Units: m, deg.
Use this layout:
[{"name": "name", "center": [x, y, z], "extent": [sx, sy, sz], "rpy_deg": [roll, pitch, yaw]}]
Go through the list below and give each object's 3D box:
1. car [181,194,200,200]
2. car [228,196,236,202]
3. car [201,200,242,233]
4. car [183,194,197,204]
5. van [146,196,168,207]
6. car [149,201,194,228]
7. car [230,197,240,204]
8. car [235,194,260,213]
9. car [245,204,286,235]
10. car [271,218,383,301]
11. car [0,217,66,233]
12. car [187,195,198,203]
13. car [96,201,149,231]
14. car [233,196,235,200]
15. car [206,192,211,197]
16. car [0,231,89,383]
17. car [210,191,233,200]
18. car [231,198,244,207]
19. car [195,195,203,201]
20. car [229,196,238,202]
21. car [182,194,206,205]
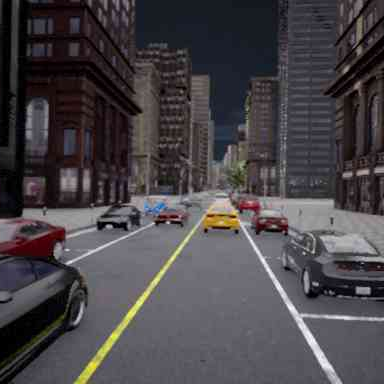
[{"name": "car", "center": [-0.414, 1.294, 80.671], "extent": [4.403, 1.369, 2.008], "rpy_deg": [1, 1, -4]}, {"name": "car", "center": [10.331, 1.692, 85.651], "extent": [1.947, 1.339, 4.313], "rpy_deg": [2, 0, 5]}, {"name": "car", "center": [1.779, 1.493, 20.090], "extent": [1.882, 1.535, 5.008], "rpy_deg": [1, 0, 5]}, {"name": "car", "center": [-0.353, 1.264, 61.885], "extent": [2.192, 1.841, 5.009], "rpy_deg": [1, 0, 5]}, {"name": "van", "center": [-3.192, 1.241, 30.207], "extent": [1.690, 1.788, 3.998], "rpy_deg": [1, 0, 5]}, {"name": "car", "center": [-1.239, 1.547, 22.203], "extent": [1.895, 1.301, 4.718], "rpy_deg": [1, 0, 5]}, {"name": "car", "center": [8.707, 1.723, 67.556], "extent": [1.802, 1.307, 4.206], "rpy_deg": [1, 0, 5]}, {"name": "car", "center": [6.341, 1.331, 37.239], "extent": [2.150, 2.045, 5.566], "rpy_deg": [1, 0, 5]}, {"name": "car", "center": [4.370, 1.618, 19.155], "extent": [1.887, 1.381, 4.507], "rpy_deg": [1, 0, 5]}, {"name": "car", "center": [3.406, 1.613, 8.401], "extent": [2.008, 1.369, 4.403], "rpy_deg": [1, 0, 5]}, {"name": "car", "center": [-5.089, 1.417, 9.091], "extent": [1.887, 1.381, 4.507], "rpy_deg": [1, 0, 5]}, {"name": "car", "center": [0.118, 1.391, 67.165], "extent": [1.967, 1.590, 4.097], "rpy_deg": [1, 0, 5]}, {"name": "car", "center": [-4.143, 1.449, 19.648], "extent": [1.947, 1.339, 4.313], "rpy_deg": [1, 0, 5]}, {"name": "car", "center": [6.966, 1.350, 44.211], "extent": [2.150, 2.045, 5.566], "rpy_deg": [1, 0, 5]}, {"name": "car", "center": [3.959, 1.101, 79.023], "extent": [1.882, 1.535, 5.008], "rpy_deg": [1, 0, 5]}, {"name": "car", "center": [-2.873, 1.492, 4.034], "extent": [1.994, 1.385, 4.181], "rpy_deg": [1, 0, 5]}, {"name": "car", "center": [3.956, 1.275, 44.364], "extent": [2.150, 2.045, 5.566], "rpy_deg": [1, 0, 5]}, {"name": "car", "center": [7.742, 1.699, 56.800], "extent": [1.947, 1.339, 4.313], "rpy_deg": [1, 0, 5]}, {"name": "car", "center": [1.842, 1.518, 86.417], "extent": [1.802, 1.307, 4.206], "rpy_deg": [2, 0, 5]}, {"name": "car", "center": [9.673, 1.703, 78.315], "extent": [1.947, 1.339, 4.313], "rpy_deg": [2, 0, 5]}, {"name": "car", "center": [0.315, 1.193, 38.387], "extent": [1.837, 1.490, 4.892], "rpy_deg": [1, 0, 5]}]
